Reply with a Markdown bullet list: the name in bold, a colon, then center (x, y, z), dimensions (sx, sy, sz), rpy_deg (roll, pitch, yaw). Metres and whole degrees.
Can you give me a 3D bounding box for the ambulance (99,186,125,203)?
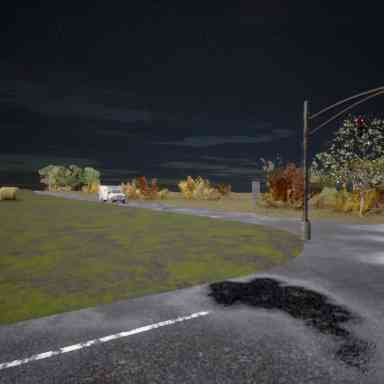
- **ambulance**: center (-11.962, 0.336, 50.020), dimensions (2.351, 2.431, 6.366), rpy_deg (2, 0, -32)
